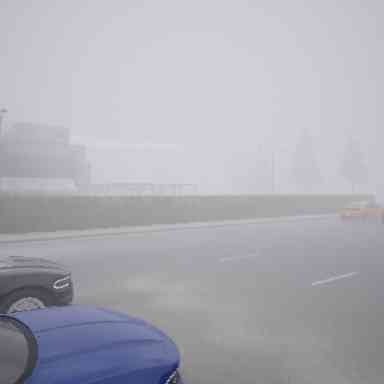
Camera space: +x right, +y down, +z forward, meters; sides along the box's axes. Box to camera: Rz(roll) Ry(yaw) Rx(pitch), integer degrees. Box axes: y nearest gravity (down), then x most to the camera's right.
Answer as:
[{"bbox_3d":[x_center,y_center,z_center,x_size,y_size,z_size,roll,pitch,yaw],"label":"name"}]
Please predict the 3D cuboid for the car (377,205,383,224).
[{"bbox_3d":[15.307,1.362,23.230,4.553,1.767,2.097,0,0,-35],"label":"car"}]

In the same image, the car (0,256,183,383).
[{"bbox_3d":[-2.360,1.477,2.065,5.008,1.535,1.882,0,0,-35],"label":"car"}]

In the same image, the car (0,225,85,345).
[{"bbox_3d":[-4.385,1.477,4.920,5.008,1.535,1.882,0,0,-35],"label":"car"}]

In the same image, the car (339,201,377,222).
[{"bbox_3d":[13.641,1.487,26.371,5.008,1.535,1.882,0,0,-36],"label":"car"}]
